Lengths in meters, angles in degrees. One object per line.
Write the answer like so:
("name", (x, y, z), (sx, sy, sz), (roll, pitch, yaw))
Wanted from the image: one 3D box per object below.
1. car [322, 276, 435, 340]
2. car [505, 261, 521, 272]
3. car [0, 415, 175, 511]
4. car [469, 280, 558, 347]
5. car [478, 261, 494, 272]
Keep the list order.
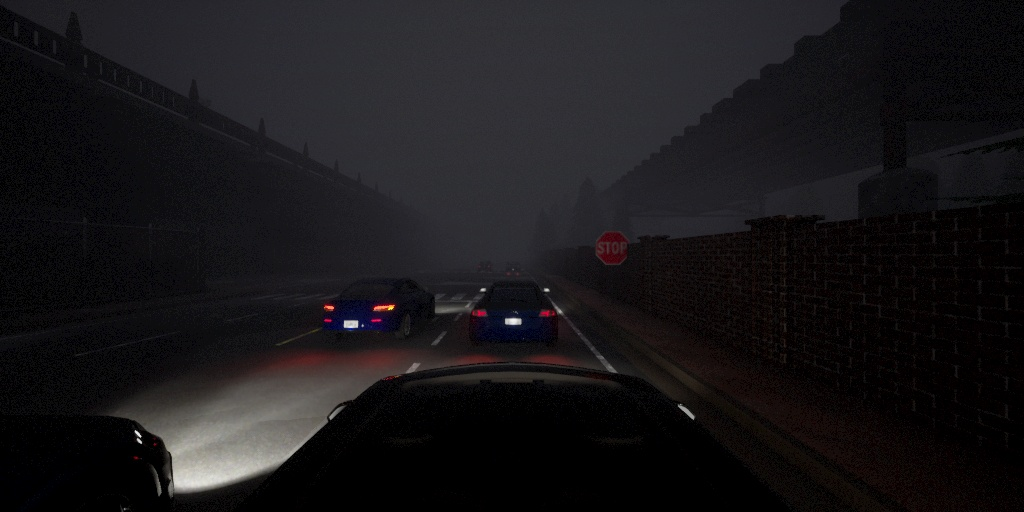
("car", (-3.411, 1.276, 9.887), (1.812, 1.442, 4.674), (0, 0, 0))
("car", (0.111, 1.351, 46.174), (1.895, 1.301, 4.718), (0, 0, -1))
("car", (-3.399, 1.314, 0.791), (1.994, 1.385, 4.181), (0, 0, 0))
("car", (0.071, 1.314, 9.364), (1.994, 1.385, 4.181), (0, 0, 1))
("car", (-3.384, 1.297, 46.000), (2.033, 1.411, 5.357), (0, 0, -1))
